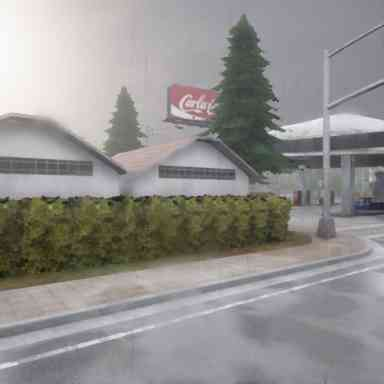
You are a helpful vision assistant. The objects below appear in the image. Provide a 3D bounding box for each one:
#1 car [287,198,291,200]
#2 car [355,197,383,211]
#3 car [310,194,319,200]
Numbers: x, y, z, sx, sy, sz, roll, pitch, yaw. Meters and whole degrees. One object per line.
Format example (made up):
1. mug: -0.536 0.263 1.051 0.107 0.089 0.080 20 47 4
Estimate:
1. car: 16.053 1.536 61.505 5.357 1.411 2.033 0 0 -35
2. car: 21.276 1.470 39.642 4.611 1.667 2.242 0 0 -36
3. car: 32.336 1.312 89.137 2.152 1.636 5.027 0 0 -36
